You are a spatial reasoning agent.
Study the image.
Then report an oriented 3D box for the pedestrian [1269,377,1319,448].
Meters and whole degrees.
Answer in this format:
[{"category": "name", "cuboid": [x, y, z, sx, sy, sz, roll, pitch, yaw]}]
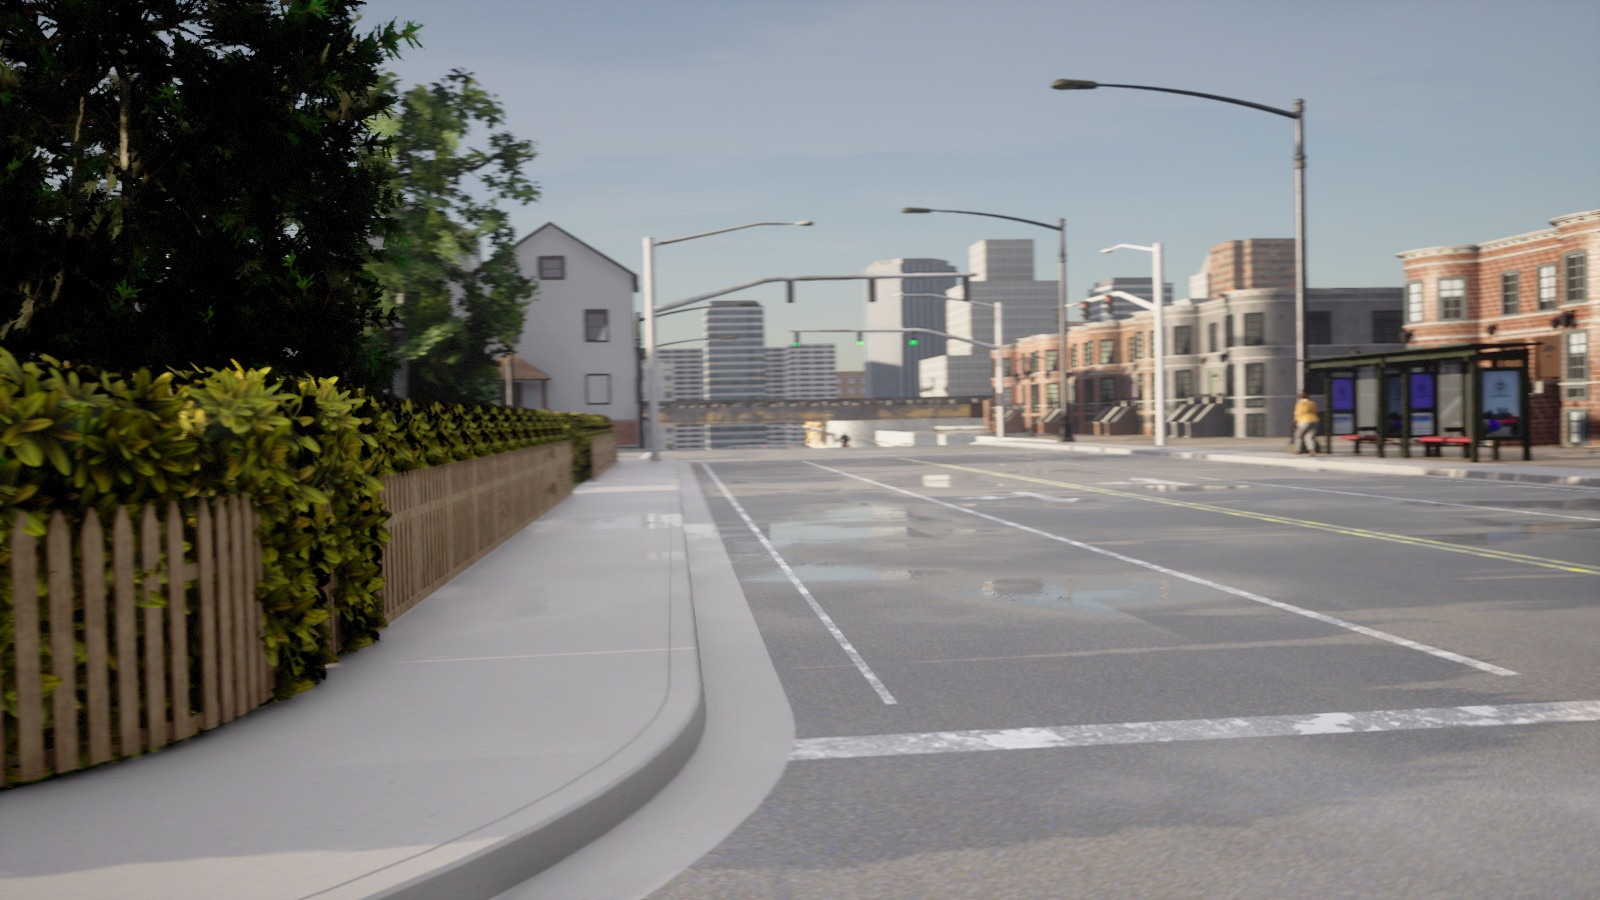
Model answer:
[{"category": "pedestrian", "cuboid": [13.406, -1.012, 34.110, 0.874, 1.855, 0.900, -3, 1, -7]}]
